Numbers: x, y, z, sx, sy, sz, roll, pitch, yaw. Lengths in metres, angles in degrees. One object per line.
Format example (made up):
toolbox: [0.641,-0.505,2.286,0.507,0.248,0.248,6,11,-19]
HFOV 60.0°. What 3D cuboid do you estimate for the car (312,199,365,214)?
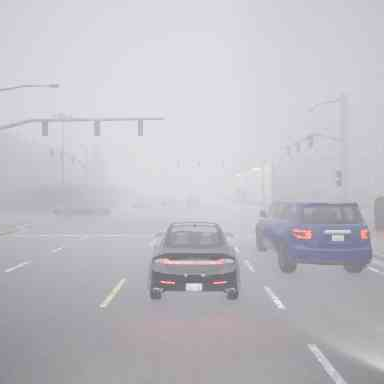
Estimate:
car: [15.586,1.560,35.628,4.892,1.490,1.837,0,0,0]

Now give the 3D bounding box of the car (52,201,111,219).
car: [-9.632,1.519,29.267,4.902,1.511,2.128,0,0,-13]

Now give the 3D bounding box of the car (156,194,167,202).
car: [-6.992,1.355,76.460,2.097,1.767,4.553,0,0,0]

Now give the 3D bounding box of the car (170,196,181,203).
car: [-3.493,1.540,71.880,2.033,1.411,5.357,0,0,0]

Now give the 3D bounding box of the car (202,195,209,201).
car: [3.509,1.525,88.823,2.128,1.511,4.902,0,0,0]

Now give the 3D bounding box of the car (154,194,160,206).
car: [-7.079,1.352,56.092,2.097,1.767,4.553,0,0,0]

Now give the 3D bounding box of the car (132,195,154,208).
car: [-7.140,1.352,47.268,2.097,1.767,4.553,0,0,2]

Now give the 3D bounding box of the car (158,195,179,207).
car: [-3.581,1.547,51.885,2.033,1.411,5.357,0,0,0]

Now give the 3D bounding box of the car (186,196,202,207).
car: [0.092,1.352,52.591,2.097,1.767,4.553,0,0,0]

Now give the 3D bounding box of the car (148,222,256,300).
car: [0.058,1.492,8.391,2.128,1.511,4.902,0,0,0]

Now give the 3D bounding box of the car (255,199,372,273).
car: [3.572,1.221,10.834,2.150,2.045,5.566,0,0,0]

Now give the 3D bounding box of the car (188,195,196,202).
car: [0.008,1.552,80.434,1.994,1.385,4.181,0,0,0]
